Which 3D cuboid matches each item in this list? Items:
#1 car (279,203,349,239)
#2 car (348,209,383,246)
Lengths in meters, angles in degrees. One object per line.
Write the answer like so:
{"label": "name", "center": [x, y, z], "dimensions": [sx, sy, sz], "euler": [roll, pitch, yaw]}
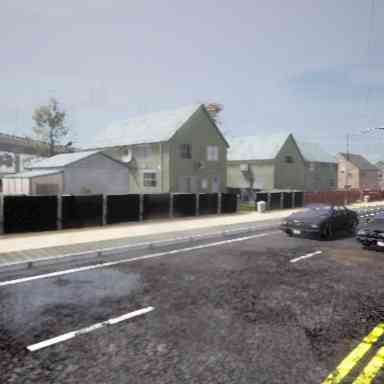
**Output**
{"label": "car", "center": [6.157, 1.228, 15.605], "dimensions": [2.033, 1.411, 5.357], "euler": [3, 2, 43]}
{"label": "car", "center": [8.237, 1.338, 13.079], "dimensions": [2.033, 1.411, 5.357], "euler": [3, 2, 43]}
